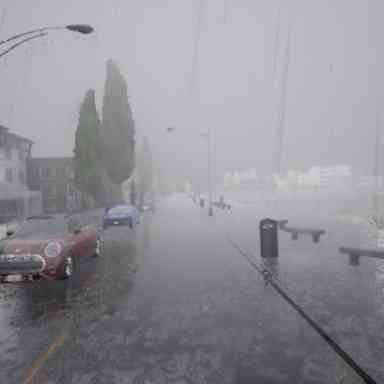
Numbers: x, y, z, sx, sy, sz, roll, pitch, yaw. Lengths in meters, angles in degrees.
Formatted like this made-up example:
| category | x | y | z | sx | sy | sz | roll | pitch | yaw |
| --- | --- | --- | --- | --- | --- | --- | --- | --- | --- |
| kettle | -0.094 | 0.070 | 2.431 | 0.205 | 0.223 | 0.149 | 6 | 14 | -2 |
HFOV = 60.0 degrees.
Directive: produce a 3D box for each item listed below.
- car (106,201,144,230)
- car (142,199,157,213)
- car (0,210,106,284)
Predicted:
| category | x | y | z | sx | sy | sz | roll | pitch | yaw |
| --- | --- | --- | --- | --- | --- | --- | --- | --- | --- |
| car | -4.708 | 1.607 | 22.715 | 1.882 | 1.535 | 5.008 | -2 | 0 | -2 |
| car | -5.097 | 1.624 | 38.410 | 2.128 | 1.511 | 4.902 | -2 | 0 | -1 |
| car | -4.340 | 1.479 | 10.233 | 2.097 | 1.767 | 4.553 | -2 | 0 | -2 |
